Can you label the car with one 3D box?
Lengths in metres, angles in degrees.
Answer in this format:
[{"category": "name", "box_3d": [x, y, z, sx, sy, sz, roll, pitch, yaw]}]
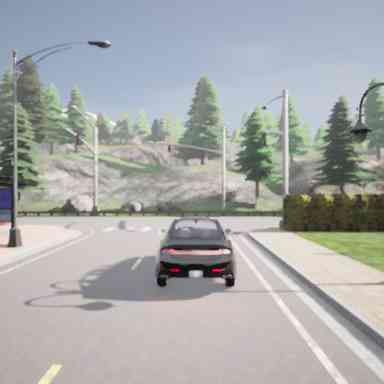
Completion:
[{"category": "car", "box_3d": [0.108, 1.471, 9.271, 2.128, 1.511, 4.902, 0, 0, 1]}]
